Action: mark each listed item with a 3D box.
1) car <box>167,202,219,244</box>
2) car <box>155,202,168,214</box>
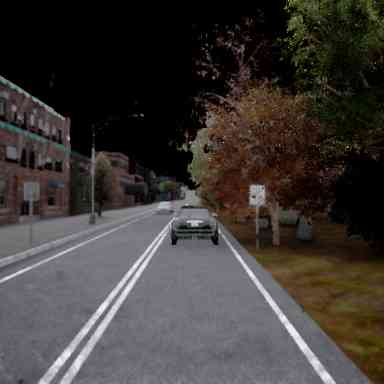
[{"bbox_3d":[0.120,1.424,16.326,2.097,1.767,4.553,0,0,0],"label":"car"},{"bbox_3d":[-3.243,1.886,39.788,1.812,1.442,4.674,0,-1,0],"label":"car"}]
